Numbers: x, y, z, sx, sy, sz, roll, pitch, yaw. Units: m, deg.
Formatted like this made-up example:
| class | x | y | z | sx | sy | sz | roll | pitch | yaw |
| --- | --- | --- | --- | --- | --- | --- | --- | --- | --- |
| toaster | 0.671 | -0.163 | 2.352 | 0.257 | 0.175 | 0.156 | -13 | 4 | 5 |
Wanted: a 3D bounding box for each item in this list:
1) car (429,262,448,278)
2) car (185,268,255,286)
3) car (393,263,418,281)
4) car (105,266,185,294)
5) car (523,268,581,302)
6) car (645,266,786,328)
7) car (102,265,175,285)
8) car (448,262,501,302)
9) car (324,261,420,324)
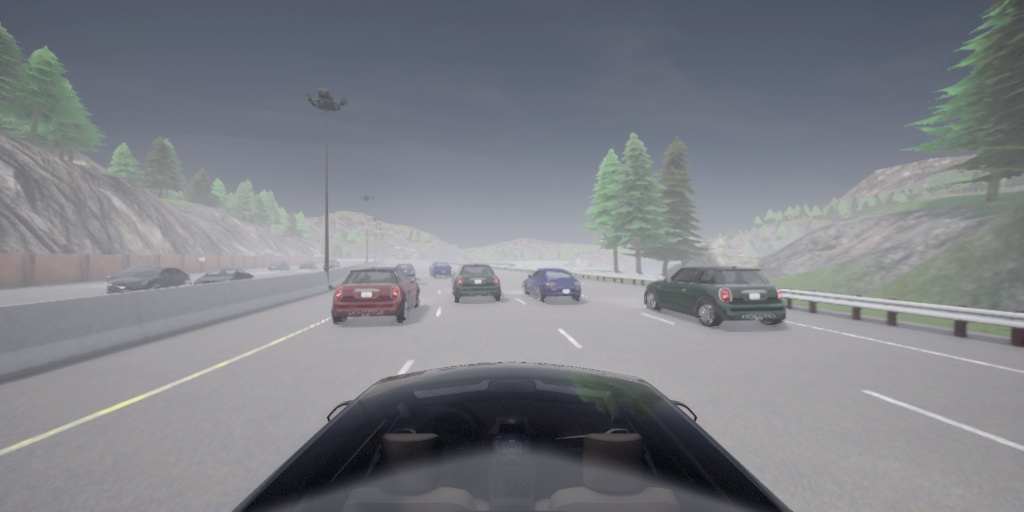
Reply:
| class | x | y | z | sx | sy | sz | roll | pitch | yaw |
| --- | --- | --- | --- | --- | --- | --- | --- | --- | --- |
| car | -7.192 | 1.337 | 36.063 | 1.882 | 1.535 | 5.008 | 0 | 0 | -18 |
| car | -17.556 | 1.448 | 22.108 | 1.994 | 1.385 | 4.181 | 0 | 0 | -17 |
| car | -9.871 | 1.415 | 33.097 | 2.033 | 1.411 | 5.357 | 0 | 0 | -18 |
| car | -20.819 | 1.404 | 20.839 | 1.837 | 1.490 | 4.892 | 0 | 0 | -17 |
| car | 1.817 | 1.299 | 17.085 | 1.812 | 1.442 | 4.674 | 0 | 0 | -11 |
| car | 6.172 | 1.091 | 11.591 | 2.097 | 1.767 | 4.553 | 0 | 0 | -7 |
| car | -31.272 | 1.521 | 30.279 | 2.033 | 1.411 | 5.357 | 0 | 0 | -19 |
| car | -1.879 | 1.145 | 17.619 | 2.097 | 1.767 | 4.553 | 0 | 0 | -11 |
| car | -4.501 | 1.148 | 12.509 | 2.097 | 1.767 | 4.553 | 0 | 0 | -8 |
